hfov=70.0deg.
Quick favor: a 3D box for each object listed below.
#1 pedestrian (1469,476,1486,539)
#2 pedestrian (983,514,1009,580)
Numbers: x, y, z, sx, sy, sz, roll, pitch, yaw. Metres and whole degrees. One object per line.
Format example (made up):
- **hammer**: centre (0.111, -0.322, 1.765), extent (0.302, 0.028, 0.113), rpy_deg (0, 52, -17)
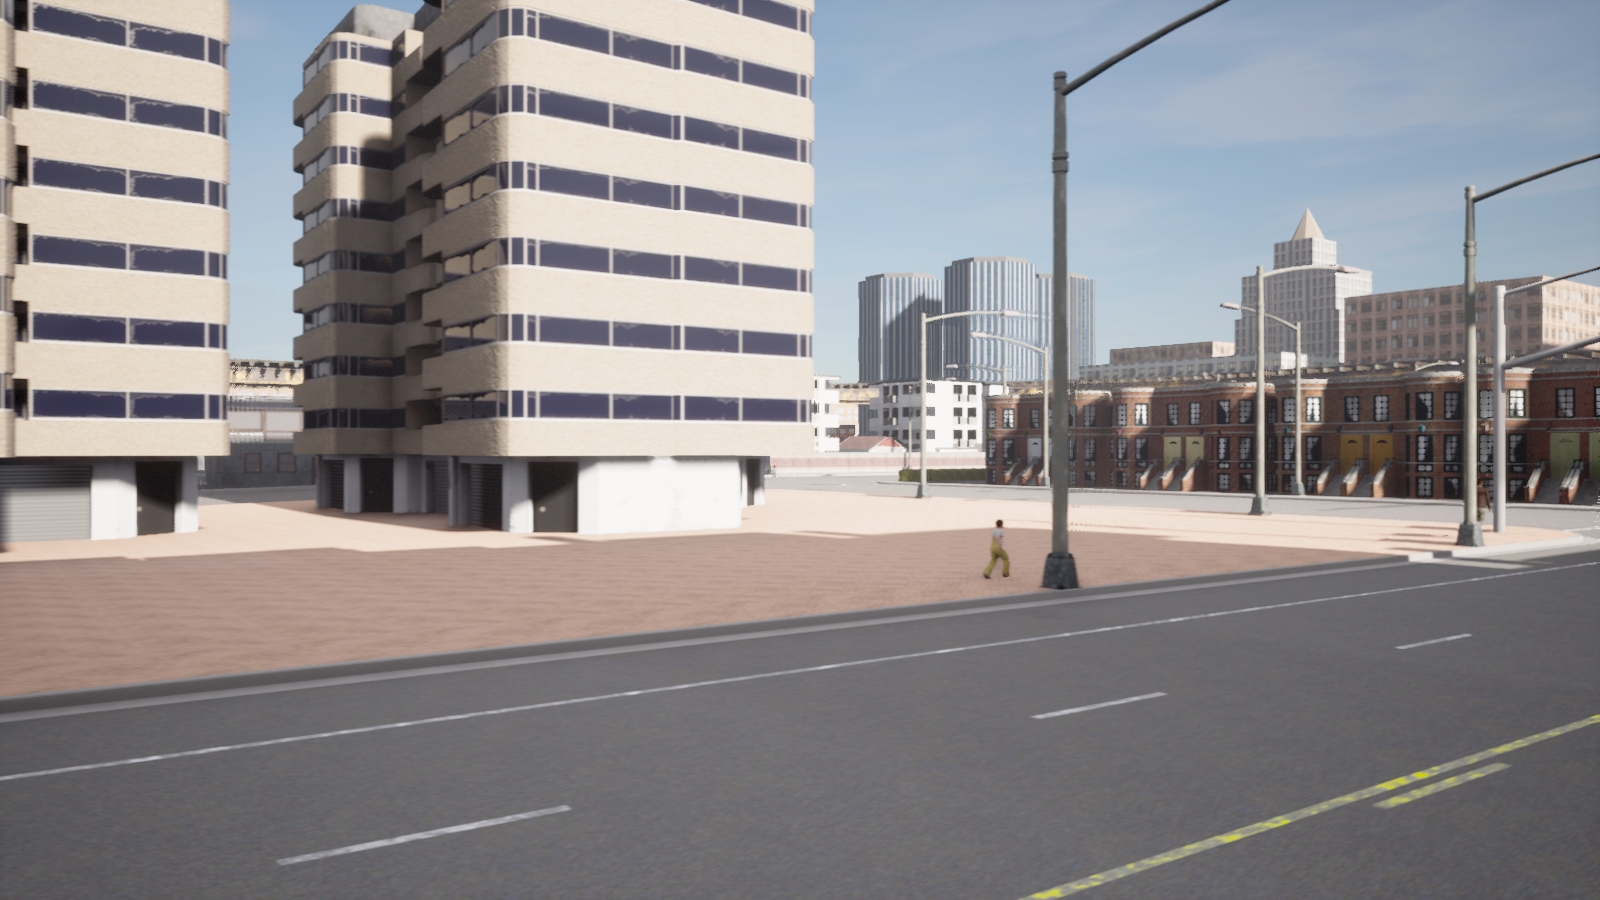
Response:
- **pedestrian**: centre (20.223, 1.697, 34.082), extent (0.375, 1.860, 0.375), rpy_deg (0, 0, 40)
- **pedestrian**: centre (4.021, 1.976, 23.415), extent (0.375, 1.300, 0.375), rpy_deg (0, 0, -31)
